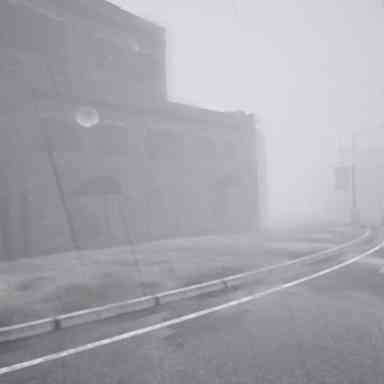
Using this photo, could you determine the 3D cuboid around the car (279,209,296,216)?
[{"bbox_3d":[19.561,4.180,68.351,1.882,1.535,5.008,-3,-3,-8],"label":"car"}]
